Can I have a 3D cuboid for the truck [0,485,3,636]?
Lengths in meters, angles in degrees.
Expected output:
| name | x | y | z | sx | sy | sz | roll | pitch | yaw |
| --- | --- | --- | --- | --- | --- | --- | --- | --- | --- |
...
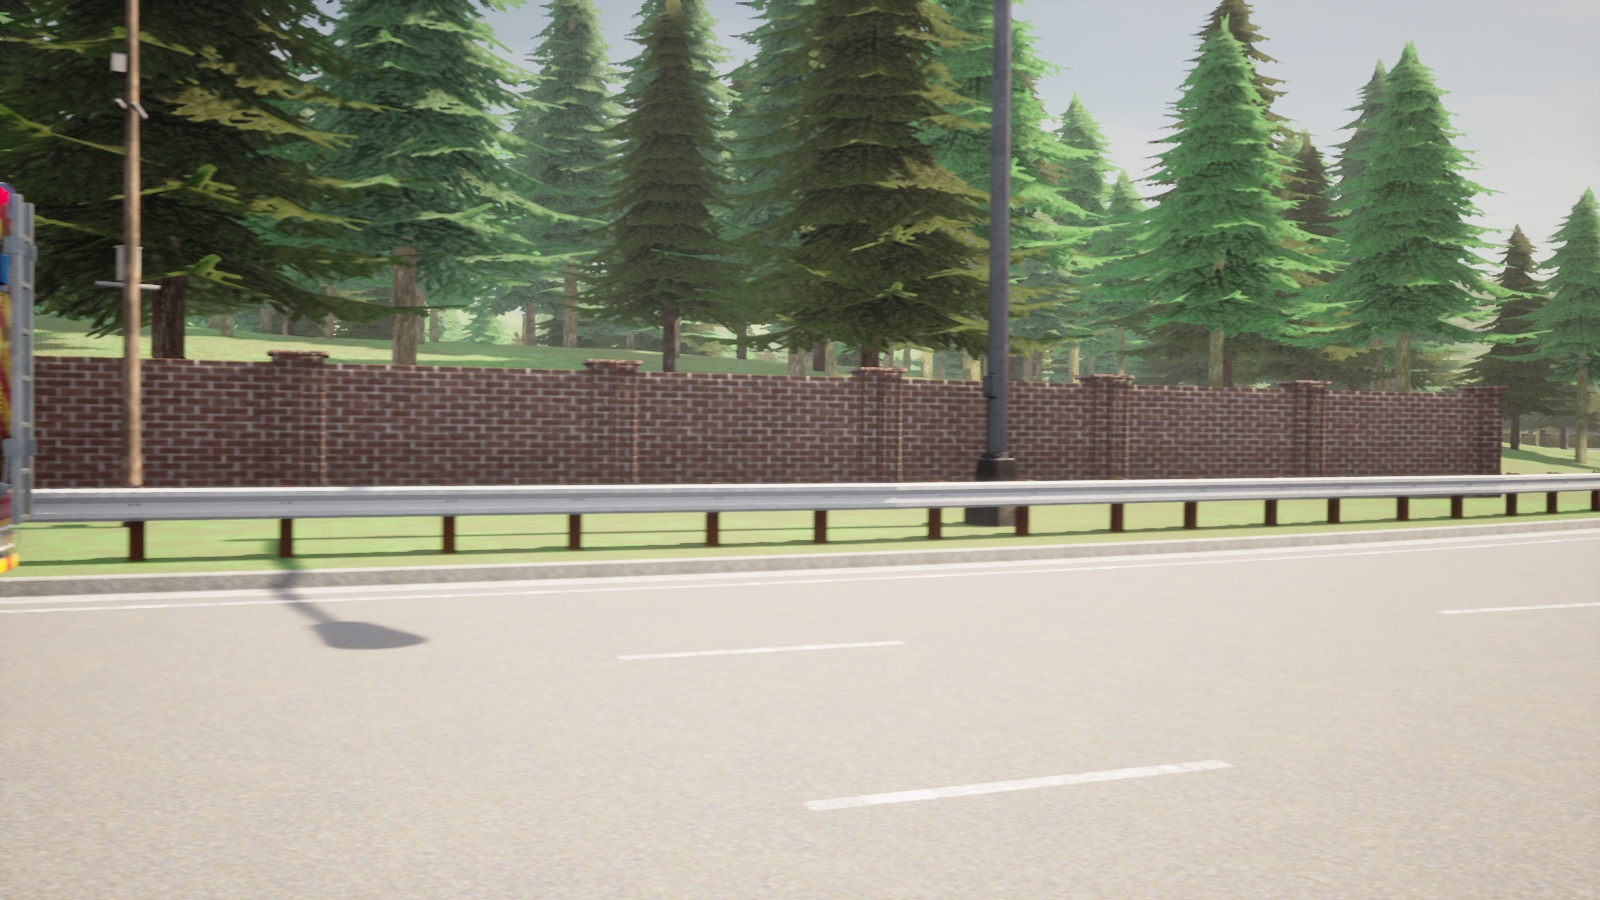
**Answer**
| name | x | y | z | sx | sy | sz | roll | pitch | yaw |
| --- | --- | --- | --- | --- | --- | --- | --- | --- | --- |
| truck | -9.739 | -0.375 | 7.013 | 8.468 | 3.827 | 2.891 | -1 | 1 | -21 |
